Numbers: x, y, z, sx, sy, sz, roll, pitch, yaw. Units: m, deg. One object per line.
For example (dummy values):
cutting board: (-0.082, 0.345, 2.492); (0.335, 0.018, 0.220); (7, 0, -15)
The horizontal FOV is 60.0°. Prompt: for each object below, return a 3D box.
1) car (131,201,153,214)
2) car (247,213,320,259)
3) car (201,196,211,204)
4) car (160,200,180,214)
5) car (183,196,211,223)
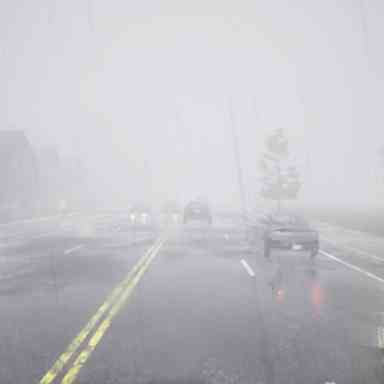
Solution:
car: (-5.690, 1.736, 38.192); (1.994, 1.385, 4.181); (0, 0, 2)
car: (3.344, 1.547, 12.918); (2.128, 1.511, 4.902); (0, 0, 1)
car: (3.258, 1.714, 76.580); (2.097, 1.767, 4.553); (0, 0, 5)
car: (-2.442, 1.722, 38.094); (1.837, 1.490, 4.892); (0, 0, 2)
car: (0.456, 1.461, 26.416); (2.097, 1.767, 4.553); (0, 0, 2)
